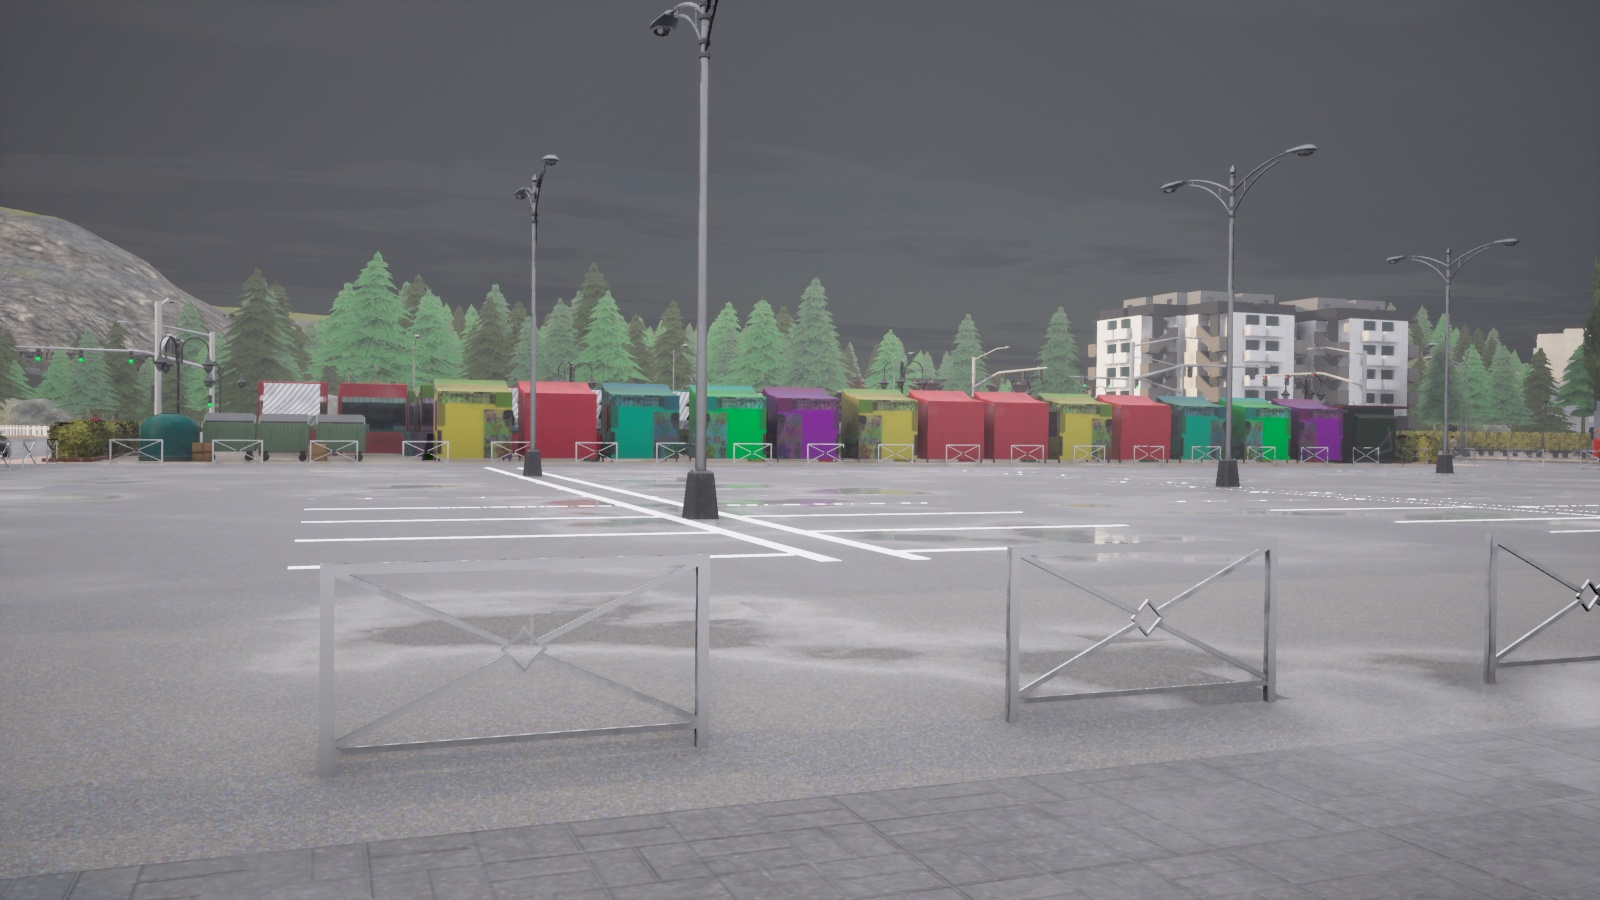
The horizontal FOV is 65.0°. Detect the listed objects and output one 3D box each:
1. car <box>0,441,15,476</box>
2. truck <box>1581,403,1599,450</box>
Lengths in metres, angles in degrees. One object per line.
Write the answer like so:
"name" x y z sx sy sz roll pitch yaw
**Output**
"car" -32.504 0.354 49.403 1.994 1.385 4.181 -1 1 -21
"truck" 43.590 -1.212 64.669 2.627 2.467 5.204 -1 1 -19
